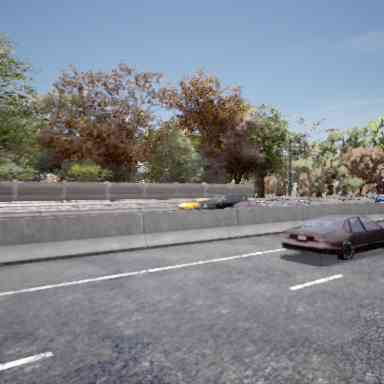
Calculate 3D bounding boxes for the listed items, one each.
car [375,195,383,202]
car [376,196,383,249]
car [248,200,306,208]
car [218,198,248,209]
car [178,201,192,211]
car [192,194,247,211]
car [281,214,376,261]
[{"bbox_3d":[34.026,1.270,58.170,5.008,1.535,1.882,0,0,-35],"label":"car"},{"bbox_3d":[7.754,1.180,9.407,5.566,2.045,2.150,0,0,-36],"label":"car"},{"bbox_3d":[7.112,1.429,26.252,4.902,1.511,2.128,0,0,-35],"label":"car"},{"bbox_3d":[4.716,1.508,28.841,4.181,1.385,1.994,0,0,-35],"label":"car"},{"bbox_3d":[0.908,1.428,34.719,5.008,1.535,1.882,0,0,-35],"label":"car"},{"bbox_3d":[3.093,1.169,31.980,5.566,2.045,2.150,0,0,-35],"label":"car"},{"bbox_3d":[5.581,1.510,12.152,5.357,1.411,2.033,0,0,-36],"label":"car"}]
